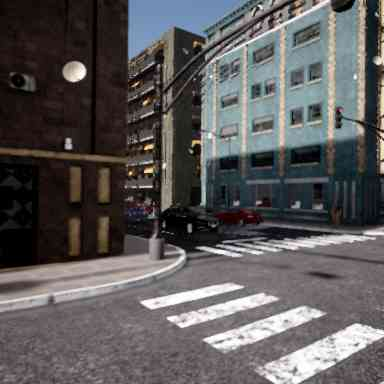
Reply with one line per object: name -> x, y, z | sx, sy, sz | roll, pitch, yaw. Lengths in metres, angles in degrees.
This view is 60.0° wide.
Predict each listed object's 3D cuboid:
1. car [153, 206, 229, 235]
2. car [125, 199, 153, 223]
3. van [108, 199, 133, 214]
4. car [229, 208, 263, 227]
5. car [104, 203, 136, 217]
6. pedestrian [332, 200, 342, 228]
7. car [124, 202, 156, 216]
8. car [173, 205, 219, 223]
car -> -0.205, 1.643, 20.056 | 1.837, 1.490, 4.892 | 1, -1, -35
car -> -5.386, 1.565, 27.452 | 2.097, 1.767, 4.553 | 1, -1, -35
van -> -9.239, 1.783, 42.994 | 1.690, 1.788, 3.998 | 1, -1, -35
car -> 3.456, 1.838, 24.911 | 1.802, 1.307, 4.206 | 1, -1, -35
car -> -8.019, 1.910, 36.755 | 1.994, 1.385, 4.181 | 1, -1, -35
pedestrian -> 9.370, 1.401, 21.638 | 0.375, 1.860, 0.375 | 1, 0, -35
car -> -6.066, 1.940, 38.472 | 1.887, 1.381, 4.507 | 1, -1, -35
car -> 0.282, 1.868, 29.432 | 1.947, 1.339, 4.313 | 1, -1, -35
